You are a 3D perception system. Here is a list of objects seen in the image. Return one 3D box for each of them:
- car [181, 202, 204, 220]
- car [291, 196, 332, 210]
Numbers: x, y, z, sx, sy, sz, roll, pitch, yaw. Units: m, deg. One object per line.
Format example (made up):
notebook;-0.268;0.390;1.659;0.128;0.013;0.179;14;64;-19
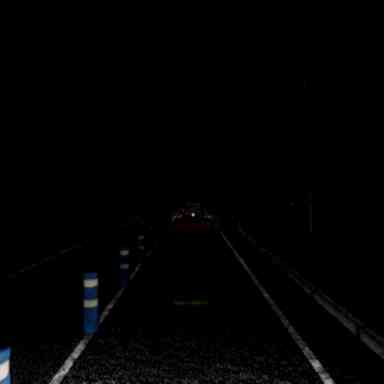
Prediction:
car;0.081;1.550;28.025;1.812;1.442;4.674;-1;-1;0
car;13.401;1.272;37.393;4.553;1.767;2.097;0;-6;-23
